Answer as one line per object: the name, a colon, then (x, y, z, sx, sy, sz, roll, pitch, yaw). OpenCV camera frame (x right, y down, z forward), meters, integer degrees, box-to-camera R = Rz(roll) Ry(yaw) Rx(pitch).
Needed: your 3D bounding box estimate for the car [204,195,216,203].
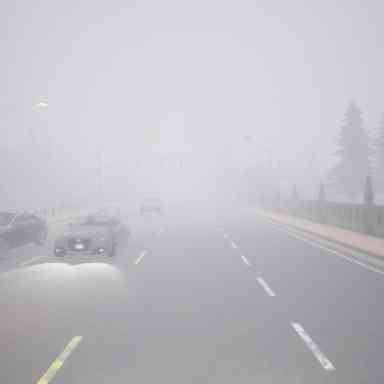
car: (3.861, 1.458, 68.833, 1.994, 1.385, 4.181, 0, 0, -1)

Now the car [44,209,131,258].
car: (-3.599, 1.549, 12.626, 1.994, 1.385, 4.181, 0, 0, 0)

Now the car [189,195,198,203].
car: (0.357, 1.433, 68.335, 1.812, 1.442, 4.674, 0, 0, -1)

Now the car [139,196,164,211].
car: (-3.523, 1.181, 29.580, 1.837, 1.490, 4.892, 0, 0, 0)

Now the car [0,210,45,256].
car: (-7.100, 1.479, 12.483, 2.128, 1.511, 4.902, 0, 0, 0)

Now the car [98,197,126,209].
car: (-7.023, 1.208, 29.577, 1.812, 1.442, 4.674, 0, 0, 0)

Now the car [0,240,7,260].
car: (-3.600, 1.477, 2.220, 1.882, 1.535, 5.008, 0, 0, 0)

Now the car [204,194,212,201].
car: (3.771, 1.328, 78.621, 1.812, 1.442, 4.674, 0, 0, -1)

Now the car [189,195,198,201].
car: (0.271, 1.348, 78.619, 2.033, 1.411, 5.357, 0, 0, -1)
